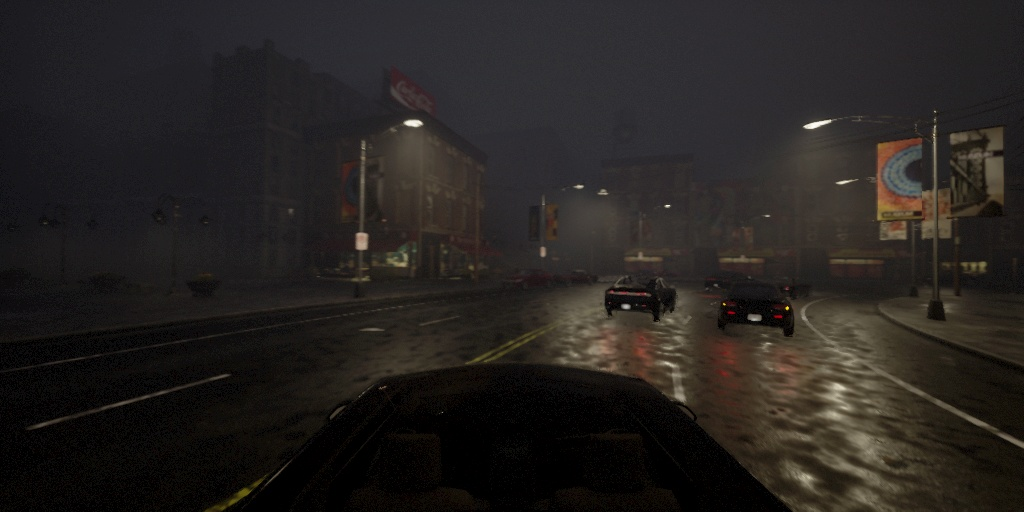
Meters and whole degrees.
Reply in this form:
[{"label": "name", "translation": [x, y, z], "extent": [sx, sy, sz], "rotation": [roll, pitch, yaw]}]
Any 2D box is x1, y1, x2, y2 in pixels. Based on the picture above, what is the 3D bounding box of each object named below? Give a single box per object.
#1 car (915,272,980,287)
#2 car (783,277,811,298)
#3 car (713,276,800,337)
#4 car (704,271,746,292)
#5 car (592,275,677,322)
[{"label": "car", "translation": [47.855, 2.527, 39.552], "extent": [5.008, 1.535, 1.882], "rotation": [1, -1, 14]}, {"label": "car", "translation": [16.523, 1.899, 21.736], "extent": [4.718, 1.301, 1.895], "rotation": [2, -1, -40]}, {"label": "car", "translation": [7.740, 1.539, 11.531], "extent": [1.812, 1.442, 4.674], "rotation": [0, -1, 33]}, {"label": "car", "translation": [15.446, 1.810, 25.318], "extent": [5.008, 1.535, 1.882], "rotation": [1, -1, -38]}, {"label": "car", "translation": [5.049, 1.494, 13.768], "extent": [2.128, 1.511, 4.902], "rotation": [0, -1, 33]}]
